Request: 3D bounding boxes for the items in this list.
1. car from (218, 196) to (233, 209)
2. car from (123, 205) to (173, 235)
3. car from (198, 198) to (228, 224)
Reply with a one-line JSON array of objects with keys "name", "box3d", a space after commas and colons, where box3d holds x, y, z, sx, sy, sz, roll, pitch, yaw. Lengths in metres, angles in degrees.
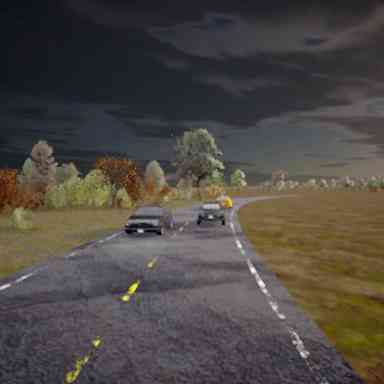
[{"name": "car", "box3d": [3.962, 1.273, 41.243, 1.882, 1.535, 5.008, 0, 0, 10]}, {"name": "car", "box3d": [-2.220, 1.459, 18.421, 2.033, 1.411, 5.357, 0, 0, 5]}, {"name": "car", "box3d": [1.434, 1.417, 23.517, 1.812, 1.442, 4.674, 0, 0, 6]}]
